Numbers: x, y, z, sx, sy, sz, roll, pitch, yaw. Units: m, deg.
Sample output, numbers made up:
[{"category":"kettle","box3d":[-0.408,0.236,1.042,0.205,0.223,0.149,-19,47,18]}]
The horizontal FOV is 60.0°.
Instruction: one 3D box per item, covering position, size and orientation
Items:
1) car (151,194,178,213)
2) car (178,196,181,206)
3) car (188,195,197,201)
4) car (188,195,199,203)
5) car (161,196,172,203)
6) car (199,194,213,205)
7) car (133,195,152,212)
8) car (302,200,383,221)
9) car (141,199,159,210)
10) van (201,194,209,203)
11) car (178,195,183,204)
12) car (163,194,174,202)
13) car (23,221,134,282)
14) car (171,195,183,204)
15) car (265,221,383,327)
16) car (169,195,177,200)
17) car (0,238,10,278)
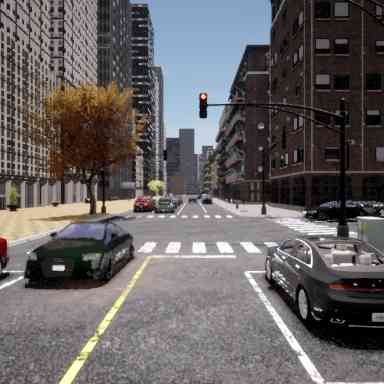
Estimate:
[{"category":"car","box3d":[-2.983,1.371,37.013,2.097,1.767,4.553,0,0,-1]},{"category":"car","box3d":[-2.988,1.628,45.996,1.895,1.301,4.718,0,0,0]},{"category":"car","box3d":[0.191,1.462,79.061,2.033,1.411,5.357,0,0,0]},{"category":"car","box3d":[0.165,1.546,68.638,2.128,1.511,4.902,0,0,0]},{"category":"car","box3d":[-5.517,1.627,72.469,1.947,1.339,4.313,0,0,0]},{"category":"car","box3d":[2.837,1.611,61.402,1.947,1.339,4.313,0,0,0]},{"category":"car","box3d":[-5.598,1.336,39.331,2.192,1.841,5.009,0,0,0]},{"category":"car","box3d":[10.295,1.336,23.503,4.902,1.511,2.128,-1,0,-4]},{"category":"car","box3d":[-5.584,1.592,44.854,1.947,1.339,4.313,0,0,0]},{"category":"van","box3d":[2.863,1.402,72.448,1.690,1.788,3.998,0,0,0]},{"category":"car","box3d":[-2.951,1.530,56.376,2.128,1.511,4.902,0,0,0]},{"category":"car","box3d":[-5.504,1.386,77.991,2.192,1.841,5.009,0,0,0]},{"category":"car","box3d":[-3.003,1.566,9.659,1.994,1.385,4.181,0,0,2]},{"category":"car","box3d":[-2.875,1.403,66.151,2.097,1.767,4.553,0,0,1]},{"category":"car","box3d":[2.705,1.551,6.923,2.008,1.369,4.403,0,0,0]},{"category":"car","box3d":[-5.464,1.654,94.560,2.008,1.369,4.403,0,0,0]},{"category":"car","box3d":[-5.675,1.545,6.943,1.887,1.381,4.507,0,0,0]}]
